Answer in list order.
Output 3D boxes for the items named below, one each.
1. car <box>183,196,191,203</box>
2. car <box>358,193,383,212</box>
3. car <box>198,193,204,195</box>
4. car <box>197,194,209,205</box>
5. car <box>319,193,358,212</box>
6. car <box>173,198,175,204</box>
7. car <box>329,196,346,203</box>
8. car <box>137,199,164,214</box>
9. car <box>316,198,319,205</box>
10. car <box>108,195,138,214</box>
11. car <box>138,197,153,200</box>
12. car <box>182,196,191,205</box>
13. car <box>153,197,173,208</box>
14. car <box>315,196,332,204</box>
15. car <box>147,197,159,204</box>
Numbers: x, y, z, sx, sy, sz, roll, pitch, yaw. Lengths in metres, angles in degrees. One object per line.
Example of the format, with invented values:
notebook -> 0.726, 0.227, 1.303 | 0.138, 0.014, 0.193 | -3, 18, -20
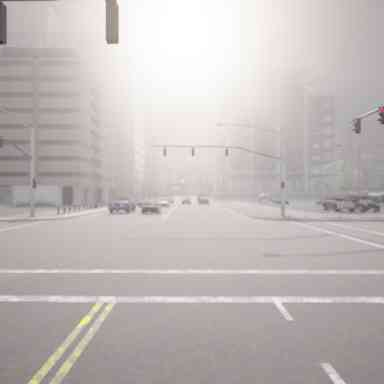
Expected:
car -> -1.187, 1.604, 76.654 | 1.882, 1.535, 5.008 | 0, 0, 0
car -> 19.523, 1.304, 37.967 | 1.905, 1.878, 3.866 | 0, 0, 0
car -> 2.313, 1.351, 76.709 | 2.150, 2.045, 5.566 | 0, 0, 0
car -> 2.380, 1.739, 66.903 | 1.882, 1.535, 5.008 | 0, 0, 0
car -> 16.628, 1.302, 38.011 | 1.932, 1.855, 4.605 | 0, 0, 0
car -> -4.636, 1.761, 69.259 | 1.837, 1.490, 4.892 | 0, 0, 0
car -> 30.783, 1.639, 70.572 | 1.784, 1.438, 3.905 | 0, 0, 0
car -> -4.508, 1.746, 37.127 | 1.895, 1.301, 4.718 | 0, 0, 0
car -> 22.170, 1.612, 55.442 | 1.970, 1.475, 3.806 | 0, 0, 0
car -> -8.013, 1.372, 38.428 | 2.150, 2.045, 5.566 | 0, 0, 0
car -> -8.098, 1.719, 55.116 | 1.837, 1.490, 4.892 | 0, 0, 0
car -> -1.124, 1.865, 67.582 | 1.895, 1.301, 4.718 | 0, 0, 0
car -> -4.590, 1.757, 53.576 | 2.033, 1.411, 5.357 | 0, 0, 0
car -> 27.888, 1.670, 70.563 | 1.970, 1.475, 3.806 | 0, 0, 0
car -> -8.141, 1.785, 70.035 | 2.128, 1.511, 4.902 | 0, 0, 0
